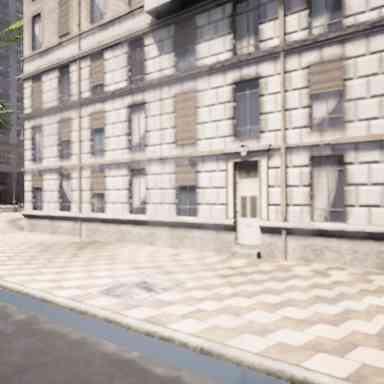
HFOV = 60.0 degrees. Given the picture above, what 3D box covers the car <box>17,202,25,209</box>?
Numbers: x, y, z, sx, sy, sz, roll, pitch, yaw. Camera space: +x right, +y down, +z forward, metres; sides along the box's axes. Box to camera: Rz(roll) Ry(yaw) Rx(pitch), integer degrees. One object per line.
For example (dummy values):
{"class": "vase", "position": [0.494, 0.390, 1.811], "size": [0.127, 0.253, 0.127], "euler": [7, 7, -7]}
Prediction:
{"class": "car", "position": [-27.854, 2.163, 57.397], "size": [1.994, 1.385, 4.181], "euler": [-1, -1, 32]}
